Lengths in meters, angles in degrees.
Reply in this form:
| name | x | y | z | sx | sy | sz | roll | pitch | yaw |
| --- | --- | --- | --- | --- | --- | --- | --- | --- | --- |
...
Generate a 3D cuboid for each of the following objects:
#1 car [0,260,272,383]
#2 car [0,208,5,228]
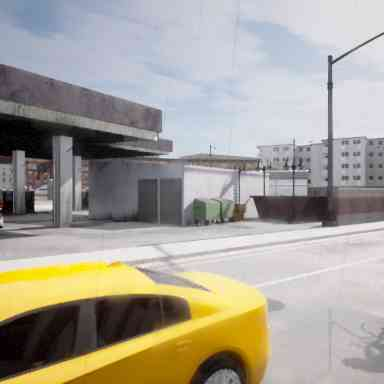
| name | x | y | z | sx | sy | sz | roll | pitch | yaw |
| --- | --- | --- | --- | --- | --- | --- | --- | --- | --- |
| car | -1.459 | 1.477 | 2.964 | 5.008 | 1.535 | 1.882 | 0 | 0 | -35 |
| car | -12.772 | 1.456 | 20.495 | 1.970 | 1.475 | 3.806 | 0 | 0 | -34 |
